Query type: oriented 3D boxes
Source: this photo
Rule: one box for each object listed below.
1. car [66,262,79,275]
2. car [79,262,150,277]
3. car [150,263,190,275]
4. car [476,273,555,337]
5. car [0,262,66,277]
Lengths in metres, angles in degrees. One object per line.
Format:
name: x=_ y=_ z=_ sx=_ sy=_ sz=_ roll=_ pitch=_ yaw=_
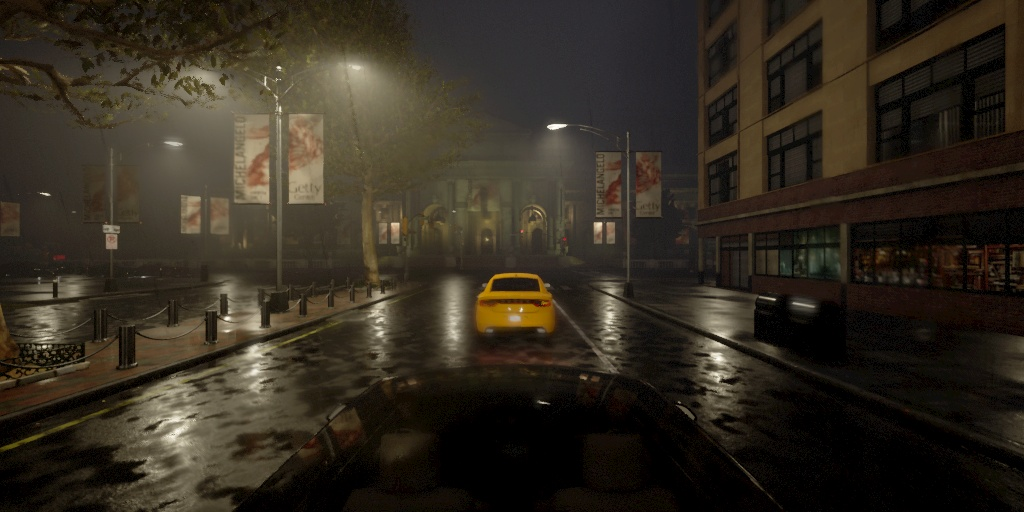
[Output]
car: x=-47.010 y=1.297 z=38.344 sx=5.357 sy=1.411 sz=2.033 roll=0 pitch=0 yaw=0
car: x=-38.513 y=1.314 z=34.793 sx=4.181 sy=1.385 sz=1.994 roll=0 pitch=0 yaw=0
car: x=-37.404 y=1.351 z=38.290 sx=4.718 sy=1.301 sz=1.895 roll=0 pitch=0 yaw=0
car: x=0.119 y=1.228 z=10.350 sx=1.882 sy=1.535 sz=5.008 roll=0 pitch=0 yaw=1
car: x=-47.082 y=1.276 z=34.831 sx=4.674 sy=1.442 sz=1.812 roll=0 pitch=0 yaw=0
